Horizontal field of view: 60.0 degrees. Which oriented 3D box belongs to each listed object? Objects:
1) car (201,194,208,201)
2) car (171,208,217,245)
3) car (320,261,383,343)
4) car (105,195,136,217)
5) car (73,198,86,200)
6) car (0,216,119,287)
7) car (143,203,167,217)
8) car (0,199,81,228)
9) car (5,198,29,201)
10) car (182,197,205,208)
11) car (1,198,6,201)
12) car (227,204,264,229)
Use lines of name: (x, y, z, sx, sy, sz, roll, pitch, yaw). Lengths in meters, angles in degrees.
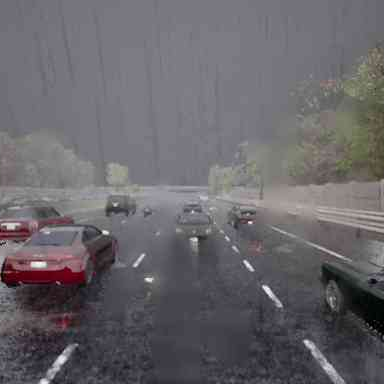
car: (3.416, 1.556, 92.817, 2.150, 2.045, 5.566, 0, 0, 0)
car: (0.088, 1.641, 15.681, 1.895, 1.301, 4.718, 0, 0, 0)
car: (3.492, 1.609, 4.595, 1.895, 1.301, 4.718, 0, 0, 0)
car: (-6.931, 1.309, 32.750, 2.150, 2.045, 5.566, 0, 0, 0)
car: (-17.618, 1.651, 51.403, 1.837, 1.490, 4.892, 0, -1, 0)
car: (-3.405, 1.588, 9.387, 1.994, 1.385, 4.181, 0, 0, 0)
car: (-3.427, 1.686, 32.034, 1.895, 1.301, 4.718, 0, 0, 0)
car: (-6.915, 1.391, 14.883, 2.097, 1.767, 4.553, 0, 0, 0)
car: (-24.624, 1.683, 48.970, 2.033, 1.411, 5.357, 0, 0, 0)
car: (0.071, 1.594, 33.415, 1.837, 1.490, 4.892, 0, 0, 0)
car: (-28.104, 1.648, 51.458, 1.837, 1.490, 4.892, 0, 0, 0)
car: (3.479, 1.561, 22.108, 1.837, 1.490, 4.892, 0, 0, 0)
